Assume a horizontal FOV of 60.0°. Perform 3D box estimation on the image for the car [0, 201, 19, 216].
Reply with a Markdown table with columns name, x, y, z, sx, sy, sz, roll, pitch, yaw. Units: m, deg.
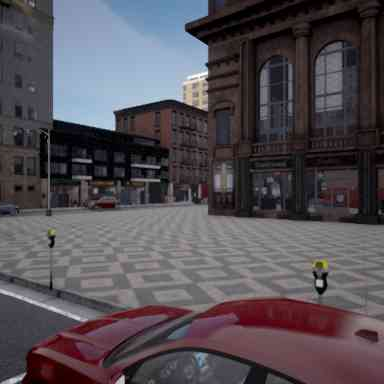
| name | x | y | z | sx | sy | sz | roll | pitch | yaw |
| --- | --- | --- | --- | --- | --- | --- | --- | --- | --- |
| car | -18.202 | 1.516 | 30.505 | 1.994 | 1.385 | 4.181 | 0 | 0 | 36 |

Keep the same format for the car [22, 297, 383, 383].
| name | x | y | z | sx | sy | sz | roll | pitch | yaw |
| --- | --- | --- | --- | --- | --- | --- | --- | --- | --- |
| car | 0.485 | 1.544 | 2.499 | 4.507 | 1.381 | 1.887 | 0 | 0 | 35 |

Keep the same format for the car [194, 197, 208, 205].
| name | x | y | z | sx | sy | sz | roll | pitch | yaw |
| --- | --- | --- | --- | --- | --- | --- | --- | --- | --- |
| car | 2.076 | 1.550 | 57.926 | 1.994 | 1.385 | 4.181 | 0 | 0 | 36 |

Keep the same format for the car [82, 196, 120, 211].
| name | x | y | z | sx | sy | sz | roll | pitch | yaw |
| --- | --- | --- | --- | --- | --- | --- | --- | --- | --- |
| car | -11.017 | 1.311 | 40.269 | 2.097 | 1.767 | 4.553 | 0 | 0 | 36 |
